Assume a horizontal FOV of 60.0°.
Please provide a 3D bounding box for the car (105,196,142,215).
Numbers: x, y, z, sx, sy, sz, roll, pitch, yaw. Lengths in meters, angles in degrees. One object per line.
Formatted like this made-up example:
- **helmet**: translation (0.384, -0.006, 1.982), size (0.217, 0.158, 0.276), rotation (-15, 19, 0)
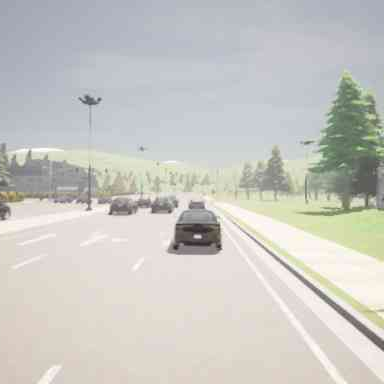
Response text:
- **car**: translation (-6.634, 1.267, 32.810), size (2.097, 1.767, 4.553), rotation (0, 0, 1)

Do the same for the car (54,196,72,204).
- **car**: translation (-21.559, 1.330, 56.075), size (1.812, 1.442, 4.674), rotation (0, 0, -1)

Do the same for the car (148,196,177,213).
- **car**: translation (-3.064, 1.296, 35.465), size (2.097, 1.767, 4.553), rotation (0, 0, 1)

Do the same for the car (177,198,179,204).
- **car**: translation (-2.964, 1.286, 48.221), size (2.097, 1.767, 4.553), rotation (0, 0, 0)

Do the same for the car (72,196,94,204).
- **car**: translation (-18.060, 1.399, 56.131), size (1.994, 1.385, 4.181), rotation (0, 0, -1)

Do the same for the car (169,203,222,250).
- **car**: translation (0.243, 1.468, 14.467), size (1.882, 1.535, 5.008), rotation (1, 0, 1)

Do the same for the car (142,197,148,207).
- **car**: translation (-6.478, 1.397, 46.689), size (2.128, 1.511, 4.902), rotation (0, 0, 1)

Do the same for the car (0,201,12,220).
- **car**: translation (-14.797, 1.357, 23.627), size (1.837, 1.490, 4.892), rotation (0, 0, 1)

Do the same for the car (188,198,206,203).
- **car**: translation (0.511, 1.465, 37.419), size (2.128, 1.511, 4.902), rotation (1, 0, 1)

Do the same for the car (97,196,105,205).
- **car**: translation (-14.560, 1.429, 56.187), size (1.994, 1.385, 4.181), rotation (0, 0, -1)
